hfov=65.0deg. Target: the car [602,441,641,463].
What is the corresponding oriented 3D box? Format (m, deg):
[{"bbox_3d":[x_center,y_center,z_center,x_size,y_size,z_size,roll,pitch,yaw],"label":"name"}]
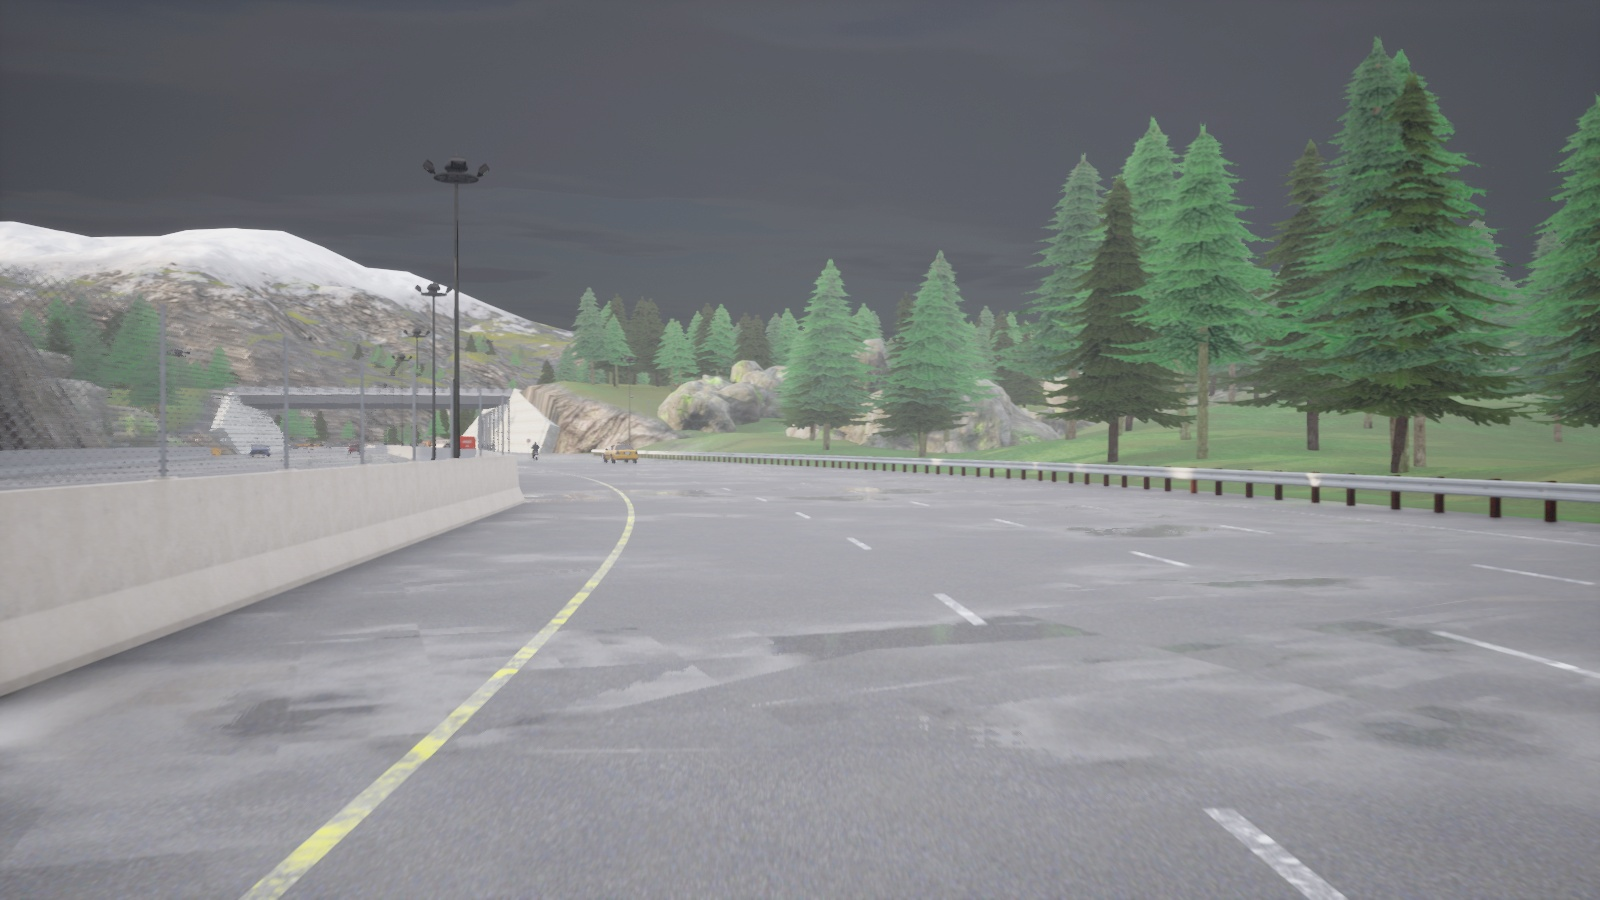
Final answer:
[{"bbox_3d":[-13.158,0.157,92.196,1.801,1.575,5.366,0,0,-20],"label":"car"}]
